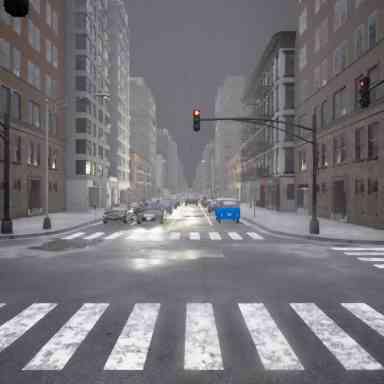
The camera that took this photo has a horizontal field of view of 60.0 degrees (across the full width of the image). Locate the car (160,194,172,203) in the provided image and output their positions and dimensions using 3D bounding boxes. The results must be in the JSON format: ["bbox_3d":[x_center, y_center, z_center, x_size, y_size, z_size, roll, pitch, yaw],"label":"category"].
[{"bbox_3d":[-5.488,1.292,70.362,2.192,1.841,5.009,0,0,0],"label":"car"}]

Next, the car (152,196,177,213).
[{"bbox_3d":[-2.899,1.476,33.902,1.882,1.535,5.008,0,0,0],"label":"car"}]

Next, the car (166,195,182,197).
[{"bbox_3d":[-2.882,1.554,53.150,1.994,1.385,4.181,0,0,1],"label":"car"}]

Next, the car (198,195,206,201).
[{"bbox_3d":[2.513,1.530,87.421,1.947,1.339,4.313,0,0,0],"label":"car"}]

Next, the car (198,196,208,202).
[{"bbox_3d":[2.529,1.524,76.059,2.008,1.369,4.403,0,0,0],"label":"car"}]

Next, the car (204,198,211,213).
[{"bbox_3d":[2.585,1.580,36.290,1.802,1.307,4.206,0,0,0],"label":"car"}]

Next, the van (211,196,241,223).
[{"bbox_3d":[2.601,1.340,24.927,1.690,1.788,3.998,0,0,0],"label":"van"}]

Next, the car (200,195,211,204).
[{"bbox_3d":[2.545,1.421,64.696,1.967,1.590,4.097,0,0,0],"label":"car"}]

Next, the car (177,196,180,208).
[{"bbox_3d":[-2.909,1.560,43.127,1.994,1.385,4.181,0,0,0],"label":"car"}]

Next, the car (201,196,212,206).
[{"bbox_3d":[2.569,1.576,47.653,1.802,1.307,4.206,0,0,0],"label":"car"}]

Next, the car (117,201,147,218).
[{"bbox_3d":[-5.432,1.543,30.589,1.887,1.381,4.507,0,0,0],"label":"car"}]

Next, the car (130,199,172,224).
[{"bbox_3d":[-2.872,1.490,24.459,2.128,1.511,4.902,0,0,-1],"label":"car"}]

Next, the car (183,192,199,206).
[{"bbox_3d":[-0.079,1.340,55.023,2.097,1.767,4.553,0,0,0],"label":"car"}]

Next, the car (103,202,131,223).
[{"bbox_3d":[-5.424,1.549,24.907,2.008,1.369,4.403,0,0,0],"label":"car"}]

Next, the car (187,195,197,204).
[{"bbox_3d":[-0.093,1.459,65.055,1.882,1.535,5.008,0,0,0],"label":"car"}]

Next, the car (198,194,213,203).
[{"bbox_3d":[2.561,1.305,53.334,2.192,1.841,5.009,0,0,0],"label":"car"}]
